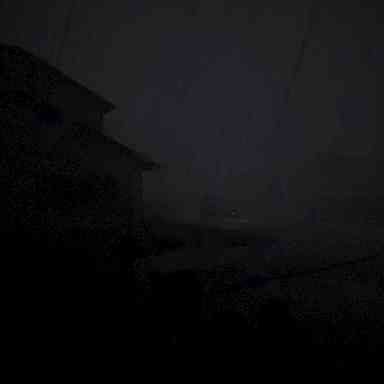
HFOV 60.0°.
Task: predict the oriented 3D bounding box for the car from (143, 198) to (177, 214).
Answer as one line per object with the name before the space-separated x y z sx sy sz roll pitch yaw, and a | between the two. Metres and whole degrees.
car | -3.597 1.632 38.293 1.837 1.490 4.892 0 0 -35

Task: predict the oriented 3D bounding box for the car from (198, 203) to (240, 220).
car | 2.392 1.691 29.831 1.994 1.385 4.181 0 0 -35

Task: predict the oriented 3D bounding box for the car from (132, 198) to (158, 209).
car | -7.203 1.680 50.540 1.812 1.442 4.674 0 0 -36
